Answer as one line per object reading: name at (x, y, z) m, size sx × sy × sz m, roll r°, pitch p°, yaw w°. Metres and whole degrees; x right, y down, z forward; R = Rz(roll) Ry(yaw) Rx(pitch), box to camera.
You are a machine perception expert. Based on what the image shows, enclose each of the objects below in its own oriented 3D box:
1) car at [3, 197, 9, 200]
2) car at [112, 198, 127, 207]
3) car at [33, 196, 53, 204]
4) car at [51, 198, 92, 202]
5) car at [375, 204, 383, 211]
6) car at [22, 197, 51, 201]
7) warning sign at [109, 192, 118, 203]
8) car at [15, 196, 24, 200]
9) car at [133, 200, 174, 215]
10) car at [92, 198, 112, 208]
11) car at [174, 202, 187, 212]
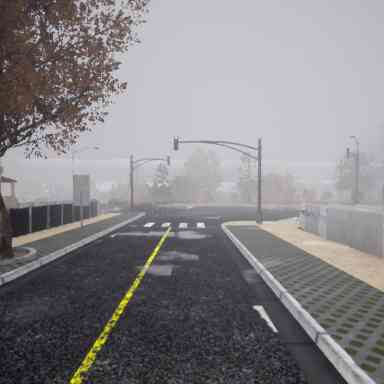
car at (-41.078, 1.858, 72.205) m, size 4.181 × 1.385 × 1.994 m, roll -1°, pitch 2°, yaw 36°
car at (-12.396, 1.635, 51.524) m, size 4.718 × 1.301 × 1.895 m, roll -1°, pitch 2°, yaw 36°
car at (-30.857, 1.659, 68.792) m, size 4.181 × 1.385 × 1.994 m, roll -1°, pitch 2°, yaw 36°
car at (-16.937, 1.814, 46.511) m, size 5.357 × 1.411 × 2.033 m, roll 0°, pitch 2°, yaw 36°
car at (18.509, 1.289, 29.036) m, size 4.674 × 1.442 × 1.812 m, roll 0°, pitch 2°, yaw 37°
car at (-26.893, 1.862, 57.814) m, size 4.718 × 1.301 × 1.895 m, roll -1°, pitch 2°, yaw 37°
warning sign at (-14.245, 0.995, 60.261) m, size 1.060 × 1.860 × 1.300 m, roll 2°, pitch 1°, yaw 36°
car at (-38.960, 1.611, 74.676) m, size 4.902 × 1.511 × 2.128 m, roll -1°, pitch 2°, yaw 36°
car at (-4.543, 1.777, 36.747) m, size 1.895 × 1.301 × 4.718 m, roll -3°, pitch 2°, yaw -42°
car at (-14.472, 1.629, 48.732) m, size 5.008 × 1.535 × 1.882 m, roll -1°, pitch 2°, yaw 36°
car at (-2.900, 1.652, 40.326) m, size 4.718 × 1.301 × 1.895 m, roll -1°, pitch 2°, yaw 36°
